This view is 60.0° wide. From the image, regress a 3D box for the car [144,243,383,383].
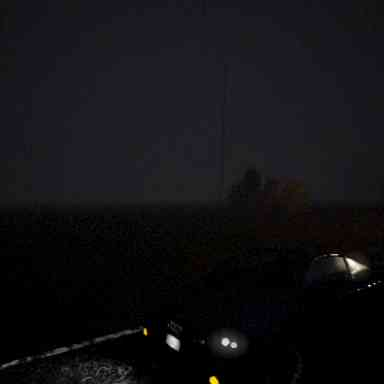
[{"bbox_3d":[1.402,1.534,4.995,4.181,1.385,1.994,-1,0,-36],"label":"car"}]
